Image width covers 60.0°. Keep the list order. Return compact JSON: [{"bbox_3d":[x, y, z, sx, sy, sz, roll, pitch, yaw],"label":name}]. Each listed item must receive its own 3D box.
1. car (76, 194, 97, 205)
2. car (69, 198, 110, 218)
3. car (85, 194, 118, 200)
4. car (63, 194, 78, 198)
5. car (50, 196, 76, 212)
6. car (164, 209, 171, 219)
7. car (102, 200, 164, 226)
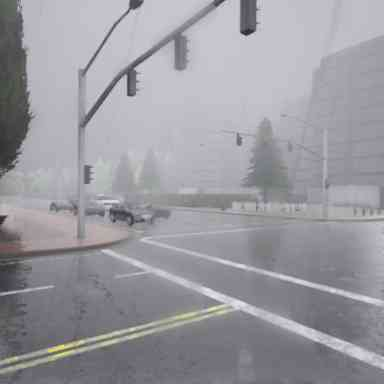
[{"bbox_3d":[-20.727,1.347,65.158,2.150,2.045,5.566,0,0,-36],"label":"car"},{"bbox_3d":[-9.837,1.566,31.654,1.837,1.490,4.892,0,0,-36],"label":"car"},{"bbox_3d":[-9.804,1.304,37.616,2.150,2.045,5.566,0,0,-36],"label":"car"},{"bbox_3d":[-17.129,1.303,47.850,2.150,2.045,5.566,0,0,-36],"label":"car"},{"bbox_3d":[-15.611,1.587,39.707,1.812,1.442,4.674,0,0,-36],"label":"car"},{"bbox_3d":[-3.730,1.684,29.153,1.895,1.301,4.718,0,0,-36],"label":"car"},{"bbox_3d":[-4.415,1.554,24.125,2.128,1.511,4.902,0,0,-36],"label":"car"}]
